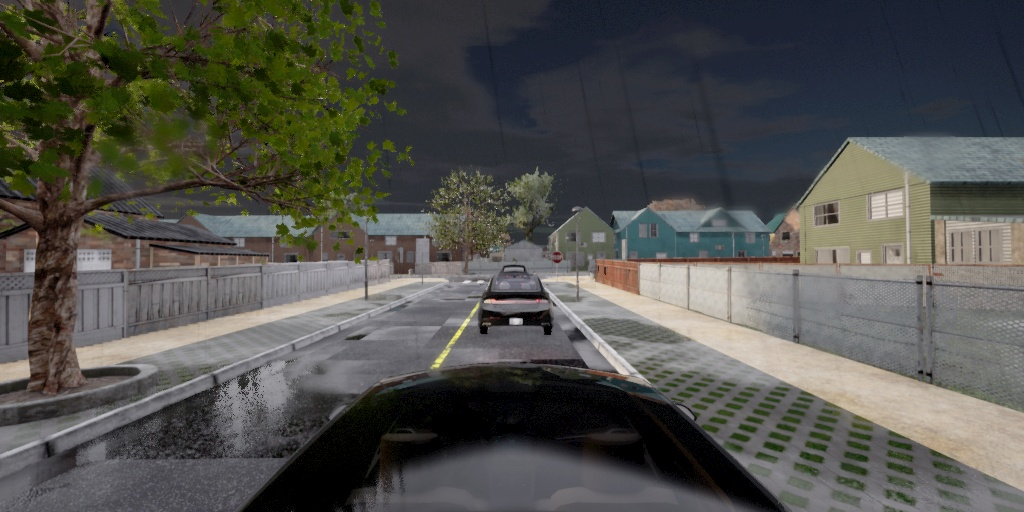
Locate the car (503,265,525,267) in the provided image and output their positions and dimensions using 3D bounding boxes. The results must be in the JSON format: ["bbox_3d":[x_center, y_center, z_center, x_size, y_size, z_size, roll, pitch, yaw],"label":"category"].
[{"bbox_3d":[0.147,1.267,21.691,1.837,1.490,4.892,0,0,1],"label":"car"}]

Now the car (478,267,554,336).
[{"bbox_3d":[0.095,1.246,10.434,2.128,1.511,4.902,0,0,0],"label":"car"}]
